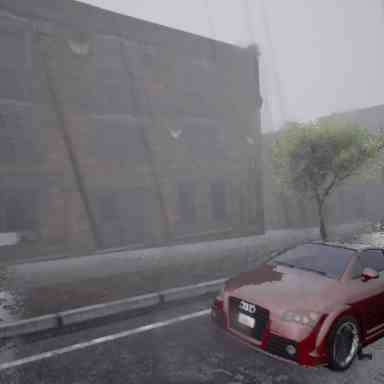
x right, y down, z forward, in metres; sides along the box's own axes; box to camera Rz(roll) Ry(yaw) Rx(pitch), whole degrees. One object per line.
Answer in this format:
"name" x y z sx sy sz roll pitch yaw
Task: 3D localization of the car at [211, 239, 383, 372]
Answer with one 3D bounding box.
"car" 2.362 1.549 5.676 4.181 1.385 1.994 0 0 -35
